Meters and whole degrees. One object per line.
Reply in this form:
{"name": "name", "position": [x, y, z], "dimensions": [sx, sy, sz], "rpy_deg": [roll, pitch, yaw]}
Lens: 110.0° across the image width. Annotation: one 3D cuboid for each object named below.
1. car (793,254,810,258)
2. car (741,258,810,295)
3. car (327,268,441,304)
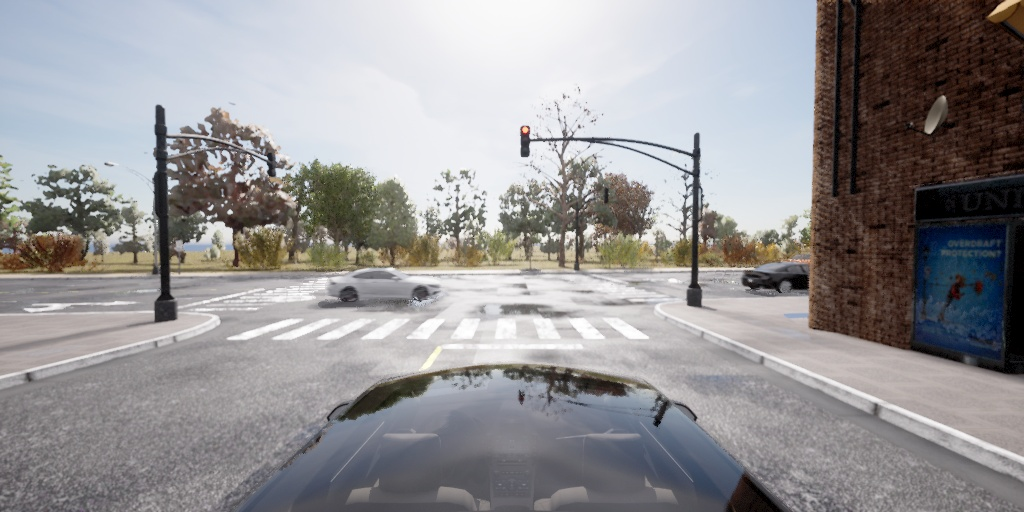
{"name": "car", "position": [24.614, 0.585, 29.935], "dimensions": [4.553, 1.767, 2.097], "rpy_deg": [0, 2, -9]}
{"name": "car", "position": [14.435, 1.070, 18.387], "dimensions": [5.008, 1.535, 1.882], "rpy_deg": [0, 2, -9]}
{"name": "car", "position": [-5.465, 1.230, 15.577], "dimensions": [4.674, 1.442, 1.812], "rpy_deg": [0, 2, -8]}
